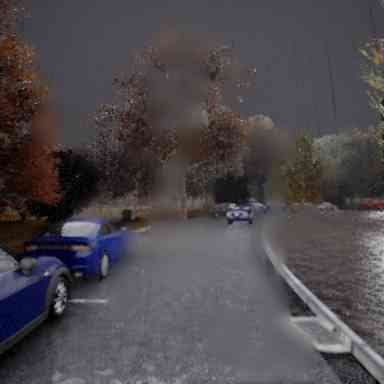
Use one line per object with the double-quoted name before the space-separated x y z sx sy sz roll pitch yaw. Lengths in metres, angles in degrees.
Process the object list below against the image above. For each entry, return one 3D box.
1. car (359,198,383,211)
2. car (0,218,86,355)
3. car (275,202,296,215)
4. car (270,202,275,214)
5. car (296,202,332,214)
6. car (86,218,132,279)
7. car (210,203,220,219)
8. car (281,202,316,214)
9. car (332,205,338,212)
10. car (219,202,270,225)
"car" 29.368 1.950 53.152 5.566 2.045 2.435 -1 -4 -20
"car" -3.410 1.381 4.540 2.185 1.767 4.553 -1 0 2
"car" 10.327 1.996 40.999 2.231 1.521 4.892 -4 -4 42
"car" 6.803 1.870 36.547 2.097 1.535 5.008 -3 -4 36
"car" 14.538 1.870 39.809 4.674 1.442 1.812 2 -4 -45
"car" -3.175 1.525 10.242 2.097 1.535 5.008 0 0 2
"car" 3.371 1.771 31.798 2.231 1.521 4.892 -3 -2 29
"car" 14.433 2.124 44.798 5.008 1.535 2.097 1 -4 -40
"car" 19.081 2.203 48.166 4.892 1.521 2.231 1 -4 -32
"car" 4.071 1.623 24.950 2.033 1.411 5.357 -2 -1 24
